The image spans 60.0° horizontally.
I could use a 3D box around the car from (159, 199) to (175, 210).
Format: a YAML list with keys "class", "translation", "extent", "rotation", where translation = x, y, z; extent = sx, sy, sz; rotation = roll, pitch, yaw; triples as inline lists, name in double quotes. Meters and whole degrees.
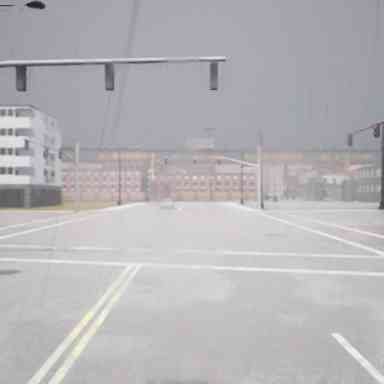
- class: "car"
  translation: [-3.494, 1.712, 47.164]
  extent: [1.812, 1.442, 4.674]
  rotation: [0, 0, 0]
